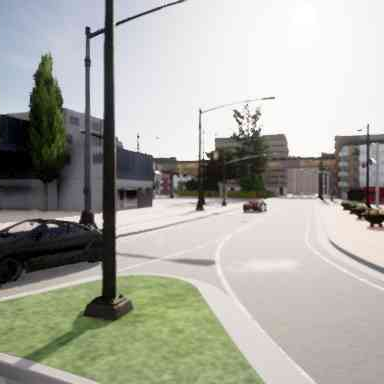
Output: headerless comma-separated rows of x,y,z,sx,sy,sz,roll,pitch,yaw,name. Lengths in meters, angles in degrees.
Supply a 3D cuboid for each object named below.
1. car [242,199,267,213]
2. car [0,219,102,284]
6.520,1.409,34.355,1.895,1.301,4.718,0,0,21,car
-4.427,1.485,9.475,1.994,1.385,4.181,1,1,35,car
